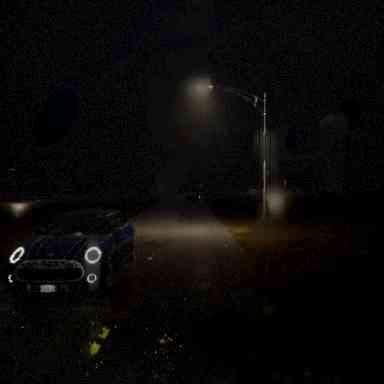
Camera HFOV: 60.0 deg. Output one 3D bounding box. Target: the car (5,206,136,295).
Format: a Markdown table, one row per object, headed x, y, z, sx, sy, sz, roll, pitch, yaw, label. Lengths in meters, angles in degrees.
| x | y | z | sx | sy | sz | roll | pitch | yaw | label |
| --- | --- | --- | --- | --- | --- | --- | --- | --- | --- |
| -2.829 | 1.281 | 8.765 | 2.097 | 1.767 | 4.553 | 0 | 1 | 0 | car |

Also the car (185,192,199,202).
| x | y | z | sx | sy | sz | roll | pitch | yaw | label |
| --- | --- | --- | --- | --- | --- | --- | --- | --- | --- |
| 0.025 | 0.729 | 49.741 | 1.882 | 1.535 | 5.008 | 0 | 1 | 0 | car |

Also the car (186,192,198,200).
| x | y | z | sx | sy | sz | roll | pitch | yaw | label |
| --- | --- | --- | --- | --- | --- | --- | --- | --- | --- |
| 0.030 | 0.654 | 60.200 | 1.994 | 1.385 | 4.181 | 0 | 1 | 0 | car |
